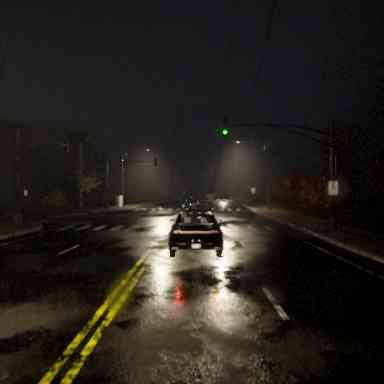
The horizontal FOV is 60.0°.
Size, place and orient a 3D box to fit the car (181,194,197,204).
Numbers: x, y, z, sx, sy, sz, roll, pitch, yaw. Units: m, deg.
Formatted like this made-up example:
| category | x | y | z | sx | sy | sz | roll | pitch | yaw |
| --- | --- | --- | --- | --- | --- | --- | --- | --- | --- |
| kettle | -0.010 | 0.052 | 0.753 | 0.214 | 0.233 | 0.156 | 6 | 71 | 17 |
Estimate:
| category | x | y | z | sx | sy | sz | roll | pitch | yaw |
| --- | --- | --- | --- | --- | --- | --- | --- | --- | --- |
| car | -0.718 | 1.345 | 59.197 | 2.033 | 1.411 | 5.357 | 0 | 0 | 5 |

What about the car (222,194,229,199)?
| category | x | y | z | sx | sy | sz | roll | pitch | yaw |
| --- | --- | --- | --- | --- | --- | --- | --- | --- | --- |
| car | 8.883 | 1.146 | 87.777 | 1.812 | 1.442 | 4.674 | 0 | 0 | 7 |

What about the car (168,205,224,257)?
| category | x | y | z | sx | sy | sz | roll | pitch | yaw |
| --- | --- | --- | --- | --- | --- | --- | --- | --- | --- |
| car | 0.139 | 1.464 | 12.806 | 2.128 | 1.511 | 4.902 | 0 | 0 | 0 |

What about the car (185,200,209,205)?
| category | x | y | z | sx | sy | sz | roll | pitch | yaw |
| --- | --- | --- | --- | --- | --- | --- | --- | --- | --- |
| car | 0.648 | 1.535 | 26.233 | 1.895 | 1.301 | 4.718 | 0 | 0 | 2 |

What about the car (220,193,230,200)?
| category | x | y | z | sx | sy | sz | roll | pitch | yaw |
| --- | --- | --- | --- | --- | --- | --- | --- | --- | --- |
| car | 7.697 | 1.045 | 77.904 | 2.097 | 1.767 | 4.553 | 0 | 0 | 6 |

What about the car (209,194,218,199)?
| category | x | y | z | sx | sy | sz | roll | pitch | yaw |
| --- | --- | --- | --- | --- | --- | --- | --- | --- | --- |
| car | 5.658 | 1.163 | 88.180 | 2.033 | 1.411 | 5.357 | 0 | 0 | 7 |

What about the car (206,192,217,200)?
| category | x | y | z | sx | sy | sz | roll | pitch | yaw |
| --- | --- | --- | --- | --- | --- | --- | --- | --- | --- |
| car | 4.428 | 0.919 | 77.896 | 2.150 | 2.045 | 5.566 | 0 | 0 | 6 |

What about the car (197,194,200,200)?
| category | x | y | z | sx | sy | sz | roll | pitch | yaw |
| --- | --- | --- | --- | --- | --- | --- | --- | --- | --- |
| car | 0.862 | 1.253 | 75.189 | 2.033 | 1.411 | 5.357 | 0 | 0 | 6 |
